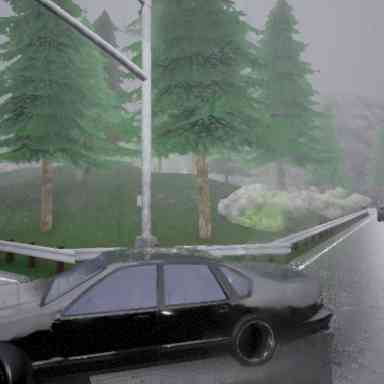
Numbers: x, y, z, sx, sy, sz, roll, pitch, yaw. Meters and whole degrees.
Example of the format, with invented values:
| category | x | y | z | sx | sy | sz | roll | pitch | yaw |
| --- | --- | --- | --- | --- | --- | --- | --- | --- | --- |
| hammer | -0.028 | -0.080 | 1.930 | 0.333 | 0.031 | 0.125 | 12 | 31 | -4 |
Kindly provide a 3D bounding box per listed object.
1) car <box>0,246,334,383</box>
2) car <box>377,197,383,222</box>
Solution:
| category | x | y | z | sx | sy | sz | roll | pitch | yaw |
| --- | --- | --- | --- | --- | --- | --- | --- | --- | --- |
| car | -0.709 | 1.548 | 4.727 | 5.357 | 1.411 | 2.033 | 0 | 0 | -16 |
| car | 15.859 | 1.255 | 25.875 | 2.150 | 2.045 | 5.566 | 0 | 0 | 34 |
